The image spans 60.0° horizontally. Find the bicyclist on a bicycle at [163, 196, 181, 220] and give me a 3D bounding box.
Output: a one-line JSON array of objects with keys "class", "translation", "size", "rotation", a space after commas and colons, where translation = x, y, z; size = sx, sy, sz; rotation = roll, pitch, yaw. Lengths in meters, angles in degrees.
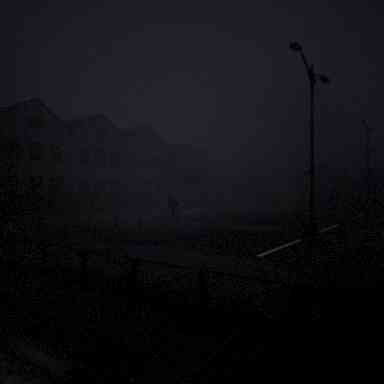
[{"class": "bicyclist on a bicycle", "translation": [-1.393, 1.109, 23.058], "size": [1.656, 1.620, 0.582], "rotation": [0, 0, 35]}]

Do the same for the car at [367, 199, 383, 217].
[{"class": "car", "translation": [15.429, 1.298, 26.810], "size": [2.007, 1.523, 4.514], "rotation": [0, 0, 35]}]

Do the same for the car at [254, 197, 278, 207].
[{"class": "car", "translation": [10.442, 1.356, 46.685], "size": [2.033, 1.411, 5.357], "rotation": [0, 0, 32]}]
